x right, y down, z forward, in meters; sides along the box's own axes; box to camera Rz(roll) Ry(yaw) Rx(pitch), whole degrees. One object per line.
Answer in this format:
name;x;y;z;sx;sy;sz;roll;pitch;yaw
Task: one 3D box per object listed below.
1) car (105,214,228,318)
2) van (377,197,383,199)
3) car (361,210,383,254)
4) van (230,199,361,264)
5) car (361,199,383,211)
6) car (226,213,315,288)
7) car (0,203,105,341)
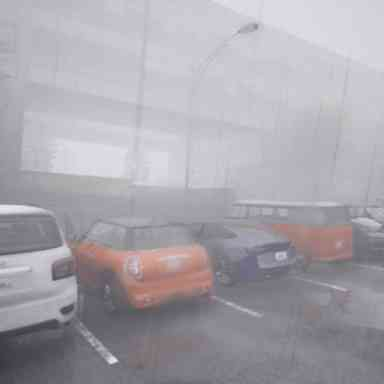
car;-1.557;1.352;7.817;2.185;1.767;4.553;0;0;-35
van;12.143;1.238;17.475;1.878;1.987;4.442;0;0;-35
car;5.252;1.511;12.704;2.002;1.452;4.674;0;0;-35
van;2.907;1.247;11.180;1.878;1.987;4.442;0;0;-35
car;7.506;1.343;14.351;2.185;1.767;4.553;0;0;-35
car;0.682;1.505;9.485;2.163;1.488;4.792;0;0;-35
car;-3.867;1.229;6.242;2.435;2.045;5.566;0;0;-35
